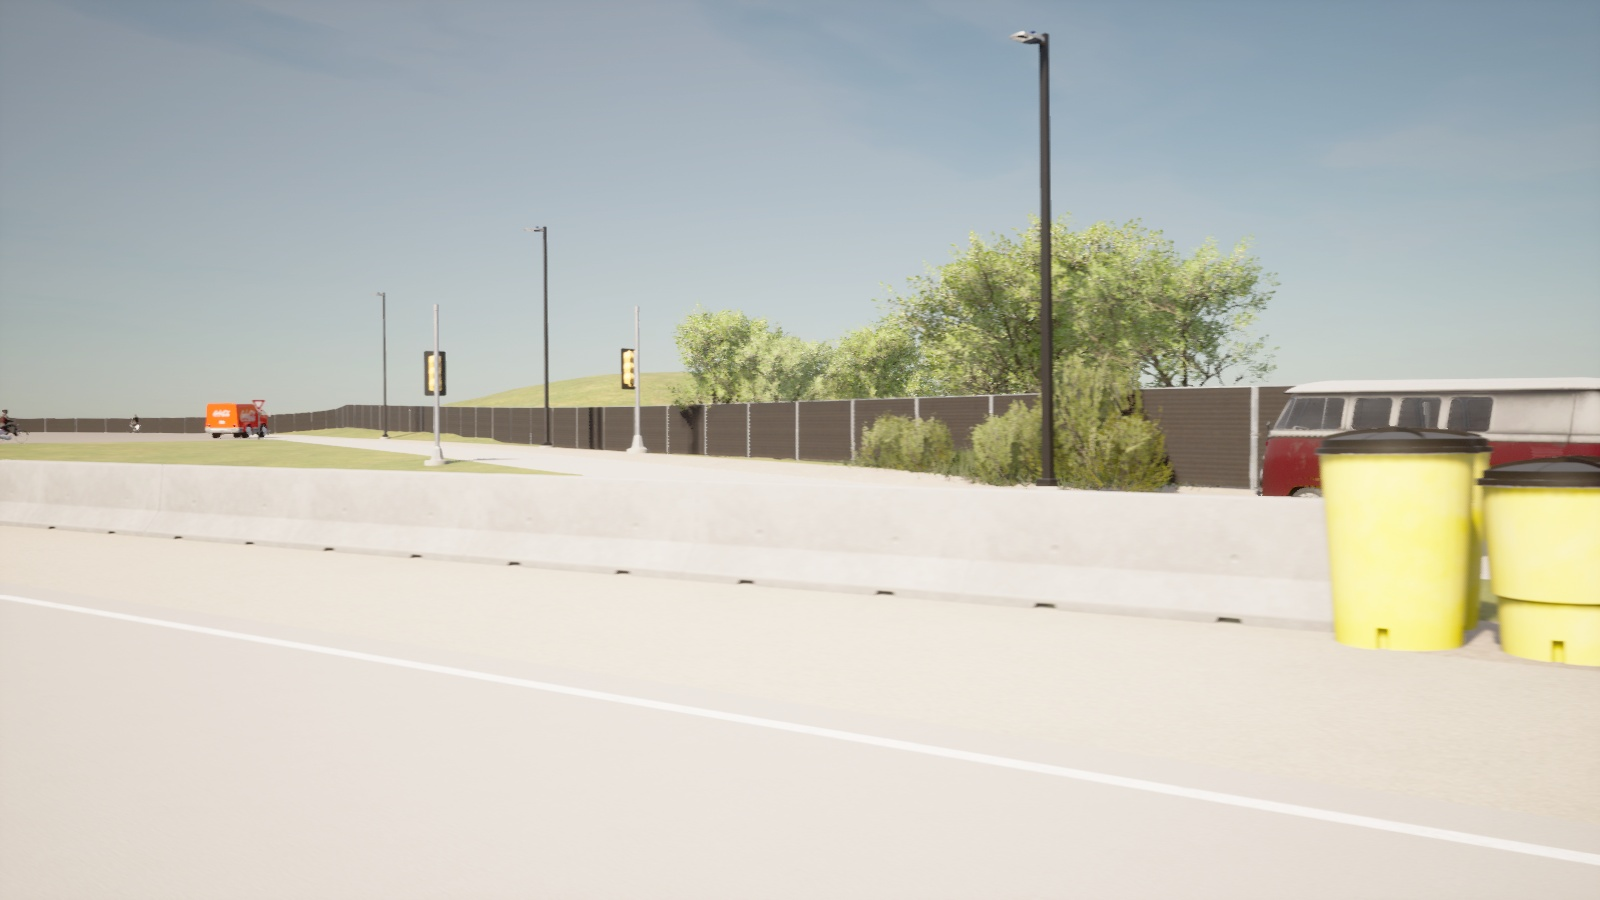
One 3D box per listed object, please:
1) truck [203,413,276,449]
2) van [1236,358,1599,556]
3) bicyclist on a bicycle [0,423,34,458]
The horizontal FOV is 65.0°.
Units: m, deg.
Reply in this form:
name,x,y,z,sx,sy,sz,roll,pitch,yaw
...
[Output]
name,x,y,z,sx,sy,sz,roll,pitch,yaw
truck,-39.881,-1.365,89.447,2.627,2.467,5.204,-1,1,3
van,7.574,0.016,14.747,1.775,1.987,4.442,-2,2,-34
bicyclist on a bicycle,-40.790,-0.487,64.995,0.659,1.776,1.843,-1,1,28
